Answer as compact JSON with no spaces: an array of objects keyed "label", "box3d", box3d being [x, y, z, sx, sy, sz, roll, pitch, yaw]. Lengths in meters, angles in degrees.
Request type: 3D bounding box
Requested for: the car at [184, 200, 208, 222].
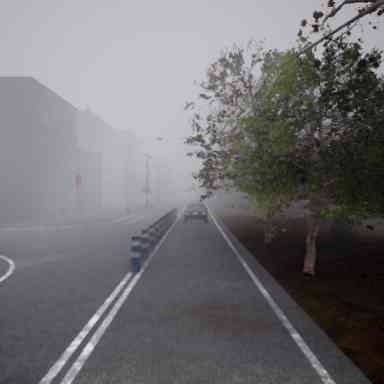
[{"label":"car","box3d":[0.320,1.616,26.686,2.033,1.411,5.357,0,0,1]}]
